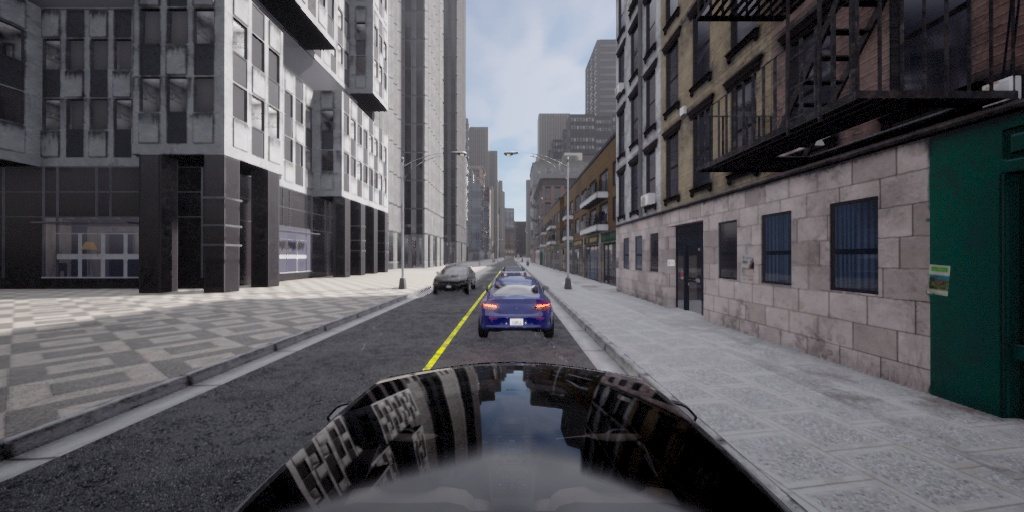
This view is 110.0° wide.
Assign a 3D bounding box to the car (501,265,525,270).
[{"bbox_3d":[0.093,1.371,27.879,1.895,1.301,4.718,0,0,-1],"label":"car"}]

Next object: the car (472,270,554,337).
[{"bbox_3d":[0.096,1.279,10.134,1.812,1.442,4.674,0,0,0],"label":"car"}]

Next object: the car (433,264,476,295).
[{"bbox_3d":[-3.108,1.239,20.117,1.882,1.535,5.008,0,0,0],"label":"car"}]
